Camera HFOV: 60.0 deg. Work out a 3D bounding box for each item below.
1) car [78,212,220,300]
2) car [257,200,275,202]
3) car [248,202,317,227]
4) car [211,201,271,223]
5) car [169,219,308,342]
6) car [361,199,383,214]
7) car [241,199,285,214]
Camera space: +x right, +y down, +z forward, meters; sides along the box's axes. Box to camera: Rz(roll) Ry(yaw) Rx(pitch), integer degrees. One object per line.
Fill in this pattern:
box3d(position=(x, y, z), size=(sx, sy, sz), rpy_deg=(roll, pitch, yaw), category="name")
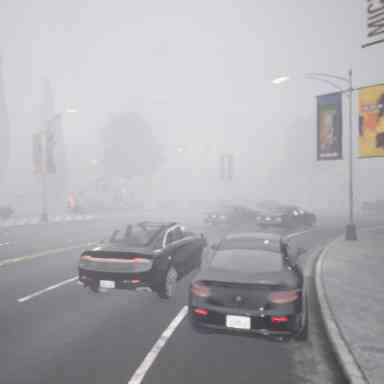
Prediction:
box3d(position=(-0.906, 1.509, 8.573), size=(2.128, 1.511, 4.902), rpy_deg=(0, 0, 16), category="car")
box3d(position=(5.983, 1.618, 30.290), size=(4.718, 1.301, 1.895), rpy_deg=(0, 0, -37), category="car")
box3d(position=(5.900, 1.551, 20.552), size=(2.033, 1.411, 5.357), rpy_deg=(0, 0, 40), category="car")
box3d(position=(3.018, 1.567, 22.624), size=(2.033, 1.411, 5.357), rpy_deg=(0, 0, 41), category="car")
box3d(position=(1.240, 1.529, 6.546), size=(1.812, 1.442, 4.674), rpy_deg=(0, 0, 16), category="car")
box3d(position=(19.443, 1.455, 33.950), size=(4.902, 1.511, 2.128), rpy_deg=(0, 0, -27), category="car")
box3d(position=(7.595, 1.543, 35.643), size=(4.674, 1.442, 1.812), rpy_deg=(0, 0, -32), category="car")
